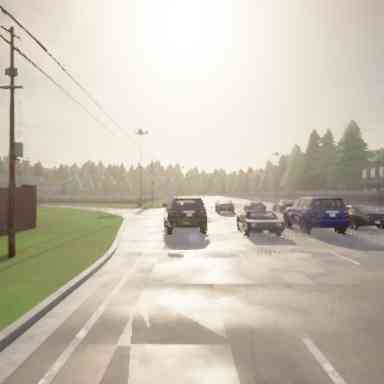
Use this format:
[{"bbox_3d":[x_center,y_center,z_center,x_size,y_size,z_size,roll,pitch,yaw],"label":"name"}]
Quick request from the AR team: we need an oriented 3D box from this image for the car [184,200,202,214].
[{"bbox_3d":[0.104,1.646,37.634,1.994,1.385,4.181,0,0,0],"label":"car"}]

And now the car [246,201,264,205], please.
[{"bbox_3d":[7.105,1.647,37.599,1.994,1.385,4.181,0,0,0],"label":"car"}]

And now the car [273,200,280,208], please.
[{"bbox_3d":[10.605,1.610,37.940,1.812,1.442,4.674,0,0,0],"label":"car"}]

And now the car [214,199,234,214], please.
[{"bbox_3d":[3.605,1.573,37.006,2.128,1.511,4.902,0,0,0],"label":"car"}]

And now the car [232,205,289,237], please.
[{"bbox_3d":[3.604,1.640,18.401,1.895,1.301,4.718,0,0,0],"label":"car"}]

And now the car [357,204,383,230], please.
[{"bbox_3d":[10.604,1.573,21.315,1.812,1.442,4.674,0,0,0],"label":"car"}]

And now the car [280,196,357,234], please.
[{"bbox_3d":[7.103,1.264,19.475,2.150,2.045,5.566,0,0,0],"label":"car"}]

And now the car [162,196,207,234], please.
[{"bbox_3d":[-0.507,1.263,19.658,2.150,2.045,5.566,0,0,-8],"label":"car"}]

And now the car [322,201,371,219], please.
[{"bbox_3d":[14.104,1.616,30.789,2.033,1.411,5.357,0,0,0],"label":"car"}]
